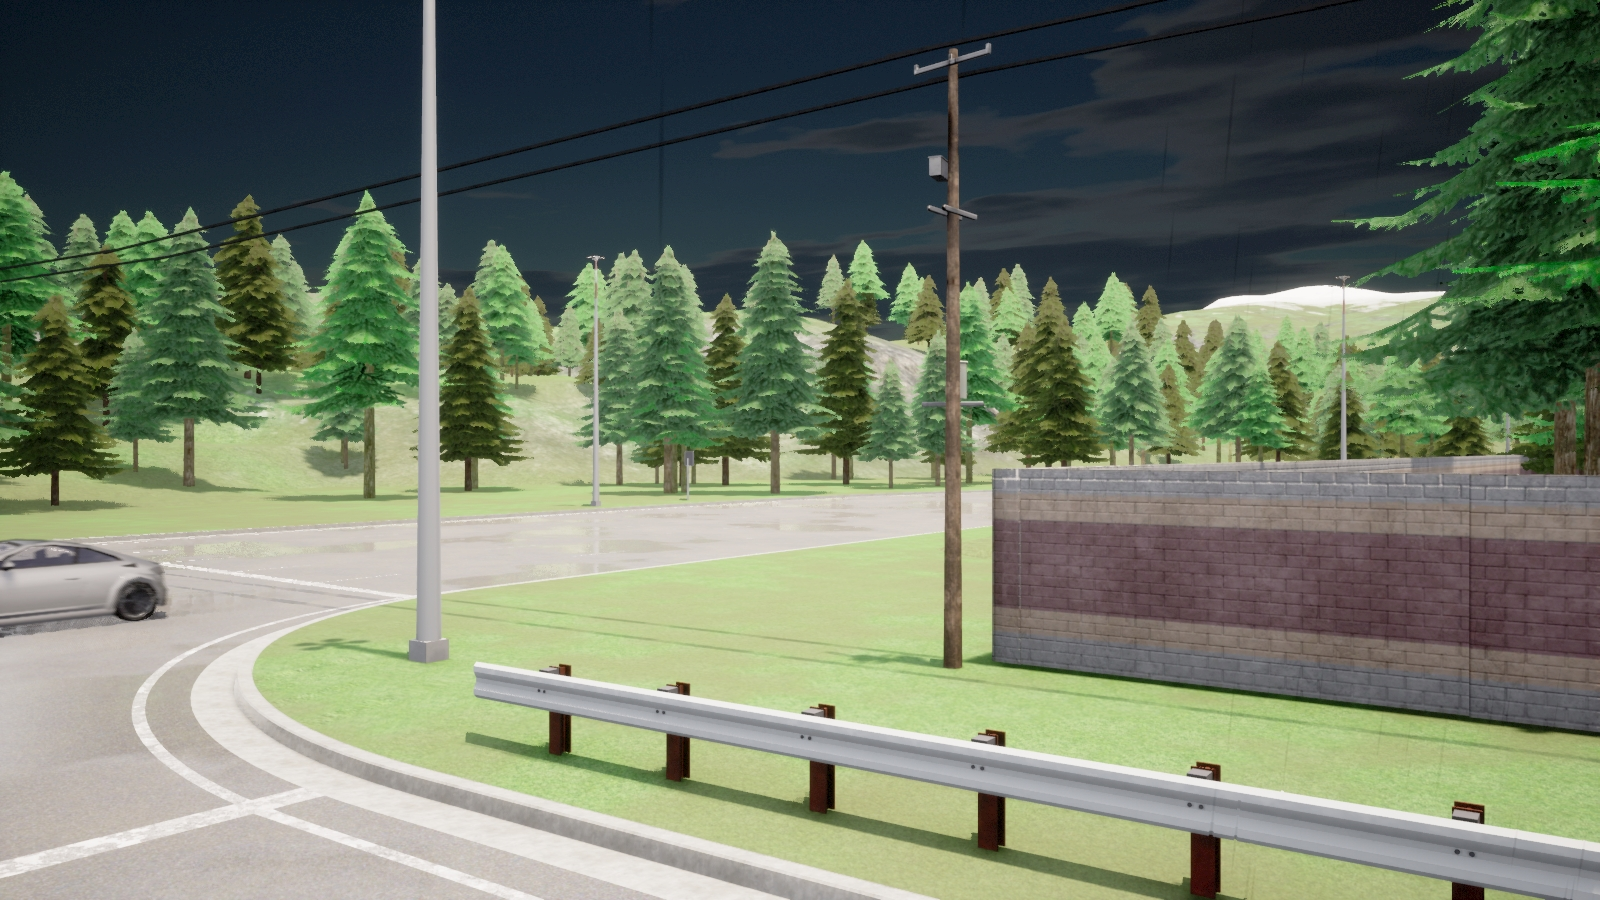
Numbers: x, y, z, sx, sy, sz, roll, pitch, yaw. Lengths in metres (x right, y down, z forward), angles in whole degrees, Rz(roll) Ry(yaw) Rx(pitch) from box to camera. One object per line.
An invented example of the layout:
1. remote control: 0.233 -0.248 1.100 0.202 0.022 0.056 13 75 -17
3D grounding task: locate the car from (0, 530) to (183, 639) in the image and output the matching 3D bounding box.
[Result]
1. car: -12.320 2.105 17.933 1.994 1.385 4.181 0 0 35

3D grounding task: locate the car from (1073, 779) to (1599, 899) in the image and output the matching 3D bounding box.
1. car: 3.010 1.982 1.681 5.238 1.638 2.097 0 0 35
